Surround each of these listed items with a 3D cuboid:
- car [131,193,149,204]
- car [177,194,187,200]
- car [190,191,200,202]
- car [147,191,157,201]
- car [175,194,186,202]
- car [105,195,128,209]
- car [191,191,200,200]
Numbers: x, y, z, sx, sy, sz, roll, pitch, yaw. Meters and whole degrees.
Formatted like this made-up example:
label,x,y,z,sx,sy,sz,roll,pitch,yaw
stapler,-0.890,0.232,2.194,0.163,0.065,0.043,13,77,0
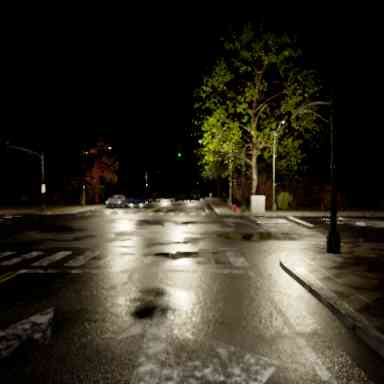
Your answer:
label,x,y,z,sx,sy,sz,roll,pitch,yaw
car,-9.381,1.295,58.472,1.882,1.535,5.008,0,0,2
car,-2.461,1.153,79.959,2.128,1.511,4.902,0,0,1
car,0.613,1.125,69.871,2.097,1.767,4.553,0,0,1
car,-9.069,0.881,73.834,2.150,2.045,5.566,0,0,1
car,-2.644,1.310,69.542,2.033,1.411,5.357,0,0,1
car,-9.691,1.224,43.042,2.097,1.767,4.553,0,0,1
car,0.789,0.853,79.930,2.150,2.045,5.566,0,0,1
